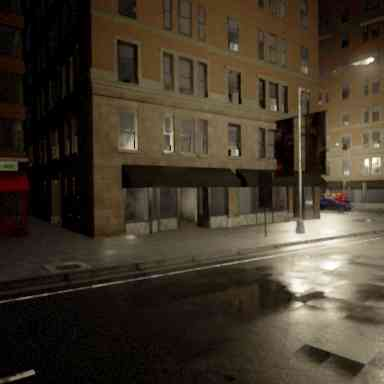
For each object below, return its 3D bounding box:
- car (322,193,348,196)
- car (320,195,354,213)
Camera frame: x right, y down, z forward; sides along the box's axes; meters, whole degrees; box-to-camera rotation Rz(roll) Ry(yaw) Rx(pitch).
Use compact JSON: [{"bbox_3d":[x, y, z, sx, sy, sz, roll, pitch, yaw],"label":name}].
[{"bbox_3d":[16.834,1.066,41.084,2.192,1.841,5.009,0,1,-44],"label":"car"},{"bbox_3d":[14.578,1.381,35.125,1.812,1.442,4.674,-1,1,-43],"label":"car"}]
